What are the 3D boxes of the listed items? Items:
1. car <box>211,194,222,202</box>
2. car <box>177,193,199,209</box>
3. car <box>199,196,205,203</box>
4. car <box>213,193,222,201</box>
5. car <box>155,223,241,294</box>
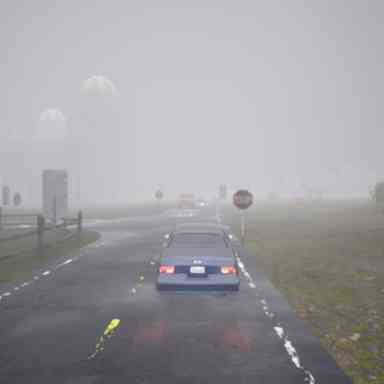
[{"bbox_3d":[5.047,1.422,70.936,2.128,1.511,4.902,0,0,7],"label":"car"},{"bbox_3d":[-0.712,1.178,45.008,2.150,2.045,5.566,0,0,5],"label":"car"},{"bbox_3d":[1.481,1.481,64.595,1.994,1.385,4.181,0,0,7],"label":"car"},{"bbox_3d":[6.253,1.165,80.870,2.097,1.767,4.553,0,0,7],"label":"car"},{"bbox_3d":[0.173,1.541,8.893,2.033,1.411,5.357,0,0,2],"label":"car"}]
